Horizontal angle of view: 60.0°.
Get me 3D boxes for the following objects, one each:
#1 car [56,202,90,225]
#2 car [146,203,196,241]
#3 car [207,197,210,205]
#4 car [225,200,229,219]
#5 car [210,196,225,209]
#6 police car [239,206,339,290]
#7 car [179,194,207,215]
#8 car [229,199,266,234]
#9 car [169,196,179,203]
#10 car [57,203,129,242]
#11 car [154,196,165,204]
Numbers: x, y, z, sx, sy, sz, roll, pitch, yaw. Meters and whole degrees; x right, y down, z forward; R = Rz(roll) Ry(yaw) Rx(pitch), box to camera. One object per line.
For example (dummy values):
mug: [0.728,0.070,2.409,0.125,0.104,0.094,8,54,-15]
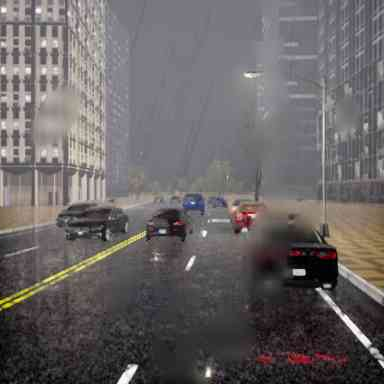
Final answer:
car: [-7.252,1.476,22.123,1.837,1.490,4.892,0,0,4]
car: [-1.017,1.506,16.390,1.812,1.442,4.674,0,0,6]
car: [3.743,1.474,59.148,1.812,1.442,4.674,0,0,-2]
car: [3.881,1.323,25.337,2.097,1.767,4.553,0,0,4]
car: [3.793,1.480,45.628,1.812,1.442,4.674,0,0,1]
police car: [2.451,1.415,9.287,1.930,1.638,5.238,0,0,6]
car: [0.206,1.181,34.068,2.150,2.045,5.566,0,0,2]
car: [3.420,1.329,19.259,2.097,1.767,4.553,0,0,5]
car: [-2.958,1.472,59.594,1.812,1.442,4.674,0,0,-1]
car: [-4.481,1.483,16.404,1.837,1.490,4.892,0,0,5]
car: [-6.315,1.436,64.177,2.128,1.511,4.902,0,0,-1]
